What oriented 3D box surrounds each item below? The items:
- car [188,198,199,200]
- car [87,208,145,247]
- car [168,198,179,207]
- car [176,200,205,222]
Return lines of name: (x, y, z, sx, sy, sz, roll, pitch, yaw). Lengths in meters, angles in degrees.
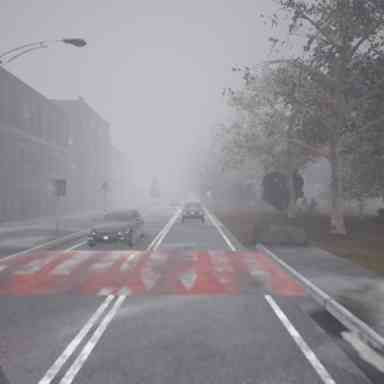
car: (0.208, 1.604, 44.598, 1.882, 1.535, 5.008, 0, -1, 1)
car: (-3.312, 1.530, 15.263, 1.837, 1.490, 4.892, 0, 0, 0)
car: (-3.092, 1.782, 57.853, 1.837, 1.490, 4.892, 0, -1, 1)
car: (0.079, 1.591, 26.822, 2.033, 1.411, 5.357, 0, 0, 1)
